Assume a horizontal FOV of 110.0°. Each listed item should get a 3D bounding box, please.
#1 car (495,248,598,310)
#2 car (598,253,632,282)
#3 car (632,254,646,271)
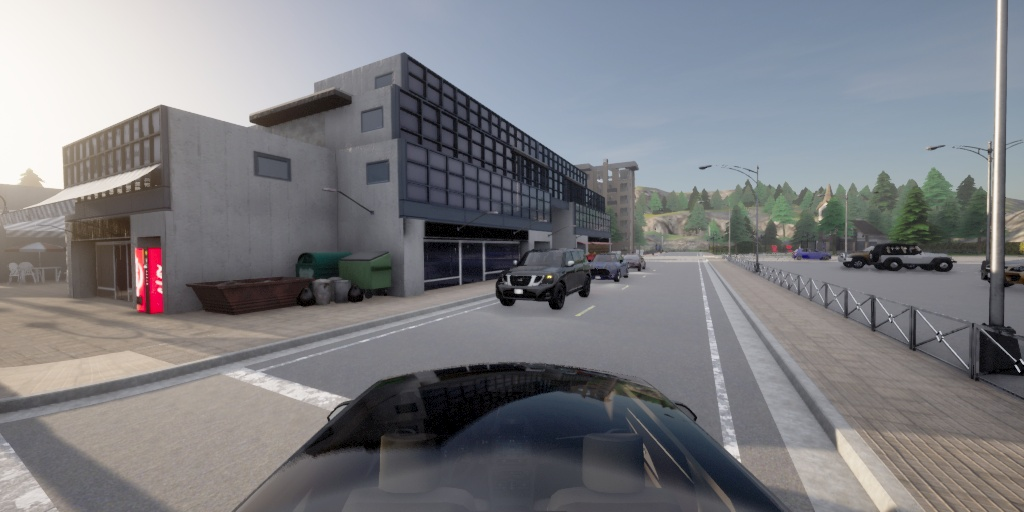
[{"bbox_3d":[1.470,0.715,13.885,2.150,2.045,5.566,0,1,27],"label":"car"},{"bbox_3d":[5.969,0.601,22.632,2.097,1.767,4.553,0,1,27],"label":"car"},{"bbox_3d":[10.653,0.521,31.729,1.812,1.442,4.674,0,1,27],"label":"car"}]
